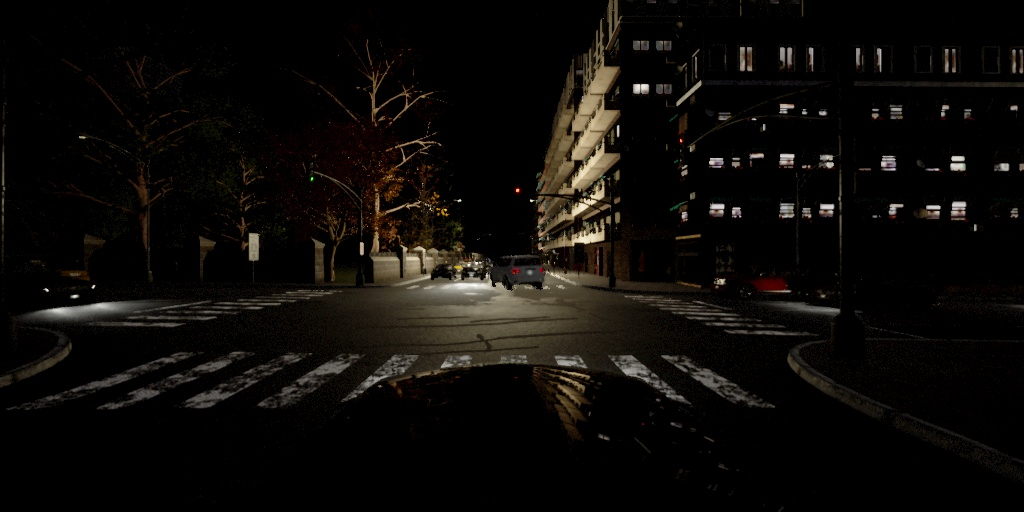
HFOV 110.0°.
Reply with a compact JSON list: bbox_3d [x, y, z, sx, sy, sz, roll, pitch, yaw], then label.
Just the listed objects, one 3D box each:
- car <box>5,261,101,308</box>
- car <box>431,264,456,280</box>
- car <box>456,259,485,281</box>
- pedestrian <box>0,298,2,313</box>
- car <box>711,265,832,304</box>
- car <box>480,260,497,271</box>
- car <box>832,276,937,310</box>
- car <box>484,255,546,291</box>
[{"bbox_3d":[-18.225,1.004,12.737,5.357,1.411,2.033,1,0,-1],"label":"car"},{"bbox_3d":[-5.848,1.351,31.236,1.948,1.339,4.313,0,0,0],"label":"car"},{"bbox_3d":[-3.252,1.277,31.067,2.128,1.511,4.902,0,0,0],"label":"car"},{"bbox_3d":[-7.416,1.048,4.919,0.375,1.860,0.375,0,0,0],"label":"pedestrian"},{"bbox_3d":[13.358,1.365,19.000,5.009,1.841,2.192,0,0,-1],"label":"car"},{"bbox_3d":[-3.360,1.314,51.778,2.128,1.511,4.902,0,0,0],"label":"car"},{"bbox_3d":[16.597,1.622,16.463,4.674,1.442,1.812,1,0,-1],"label":"car"},{"bbox_3d":[0.187,0.994,22.581,2.150,2.045,5.566,-2,0,-19],"label":"car"}]
